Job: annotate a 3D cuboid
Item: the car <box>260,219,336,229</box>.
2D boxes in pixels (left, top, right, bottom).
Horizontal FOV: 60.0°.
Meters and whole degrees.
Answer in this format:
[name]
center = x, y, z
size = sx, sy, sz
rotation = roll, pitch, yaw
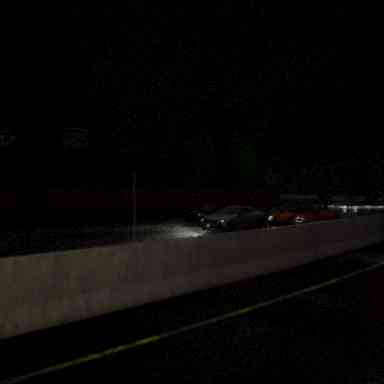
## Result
[car]
center = 5.959, 1.329, 17.921
size = 4.553, 1.767, 2.097
rotation = 0, 0, -45
